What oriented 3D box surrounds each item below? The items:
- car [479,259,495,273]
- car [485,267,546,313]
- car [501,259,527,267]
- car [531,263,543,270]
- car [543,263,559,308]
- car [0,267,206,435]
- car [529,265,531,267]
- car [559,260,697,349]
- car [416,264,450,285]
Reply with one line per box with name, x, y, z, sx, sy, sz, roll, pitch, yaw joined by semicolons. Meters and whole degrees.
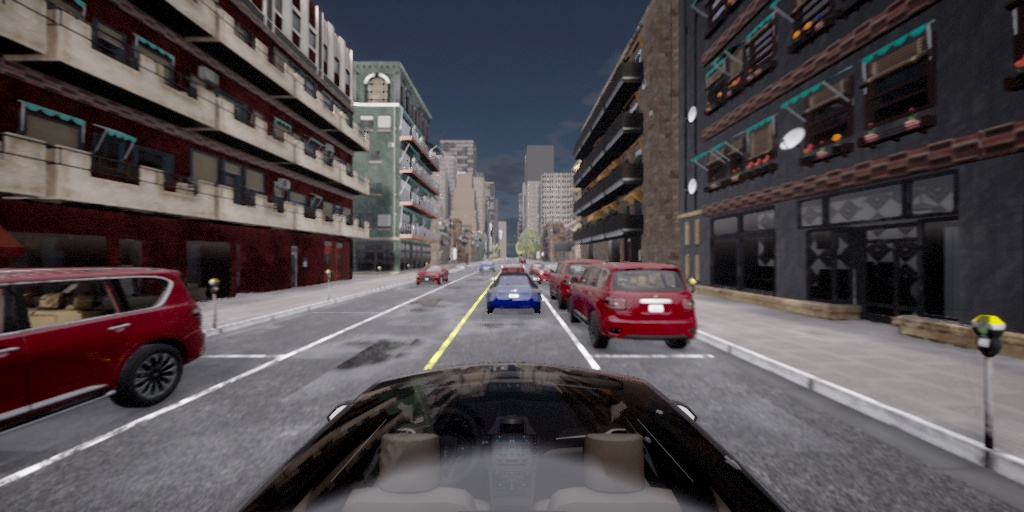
car;-3.055;1.290;45.028;1.812;1.442;4.674;0;0;0
car;0.078;1.311;14.097;1.994;1.385;4.181;0;0;0
car;0.089;1.229;30.135;1.882;1.535;5.008;0;0;0
car;2.702;1.189;26.100;1.967;1.591;4.097;0;0;0
car;2.697;1.062;14.773;2.192;1.841;5.009;0;0;0
car;-5.688;1.065;3.447;2.192;1.841;5.009;0;0;0
car;2.707;1.339;37.430;1.802;1.307;4.207;0;0;0
car;2.694;1.063;9.107;2.192;1.841;5.009;0;0;0
car;-5.679;1.295;26.104;1.888;1.381;4.507;0;0;0
